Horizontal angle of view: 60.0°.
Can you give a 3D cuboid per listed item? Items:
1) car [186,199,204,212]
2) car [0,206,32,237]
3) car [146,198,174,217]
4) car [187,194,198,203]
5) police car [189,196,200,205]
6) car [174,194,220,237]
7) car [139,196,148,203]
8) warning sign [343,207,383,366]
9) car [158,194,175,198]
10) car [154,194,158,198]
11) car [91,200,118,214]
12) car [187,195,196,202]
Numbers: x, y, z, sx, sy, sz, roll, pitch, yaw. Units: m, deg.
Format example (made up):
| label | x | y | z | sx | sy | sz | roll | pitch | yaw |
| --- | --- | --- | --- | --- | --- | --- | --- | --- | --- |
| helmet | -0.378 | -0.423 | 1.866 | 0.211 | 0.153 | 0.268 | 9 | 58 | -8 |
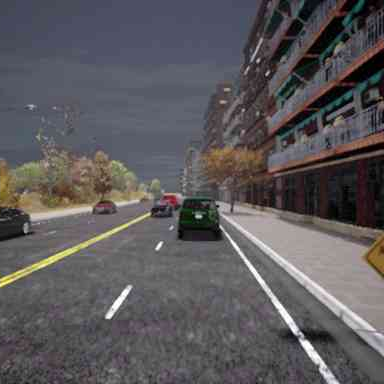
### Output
| label | x | y | z | sx | sy | sz | roll | pitch | yaw |
| --- | --- | --- | --- | --- | --- | --- | --- | --- | --- |
| car | 0.307 | 1.663 | 42.557 | 2.128 | 1.511 | 4.902 | 0 | 0 | -1 |
| car | -9.602 | 1.501 | 16.068 | 1.837 | 1.490 | 4.892 | 0 | 1 | 1 |
| car | -2.891 | 1.598 | 32.462 | 2.128 | 1.511 | 4.902 | 0 | 0 | 0 |
| car | 0.088 | 1.588 | 79.932 | 2.150 | 2.045 | 5.566 | 0 | 0 | -3 |
| police car | 0.510 | 1.738 | 69.966 | 1.930 | 1.638 | 5.238 | 0 | 0 | -2 |
| car | 0.384 | 1.296 | 18.770 | 2.150 | 2.045 | 5.566 | 0 | 0 | 1 |
| car | -10.339 | 1.671 | 72.856 | 1.994 | 1.385 | 4.181 | 0 | 0 | -2 |
| warning sign | 2.925 | 1.152 | 4.482 | 1.300 | 1.860 | 1.060 | 0 | 0 | 1 |
| car | -3.036 | 1.385 | 46.014 | 2.150 | 2.045 | 5.566 | 0 | -1 | 0 |
| car | -7.089 | 1.364 | 72.970 | 2.150 | 2.045 | 5.566 | 0 | 0 | -2 |
| car | -9.458 | 1.613 | 36.373 | 1.812 | 1.442 | 4.674 | 0 | 0 | 0 |
| car | -0.208 | 1.746 | 85.896 | 2.097 | 1.767 | 4.553 | 0 | 0 | -3 |
